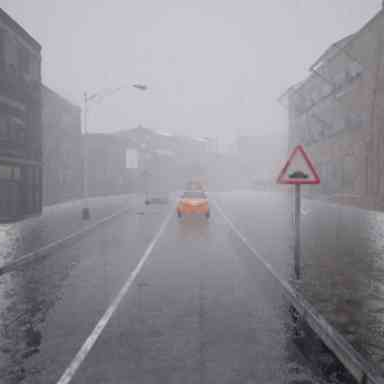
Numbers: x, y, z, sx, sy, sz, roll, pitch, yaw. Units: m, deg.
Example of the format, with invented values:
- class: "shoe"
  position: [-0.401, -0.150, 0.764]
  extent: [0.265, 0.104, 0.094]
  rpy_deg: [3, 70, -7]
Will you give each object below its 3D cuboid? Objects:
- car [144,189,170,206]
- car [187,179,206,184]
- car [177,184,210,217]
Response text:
- class: "car"
  position: [-3.053, 0.471, 29.950]
  extent: [1.994, 1.385, 4.181]
  rpy_deg: [0, 3, 1]
- class: "car"
  position: [0.537, -0.597, 42.424]
  extent: [2.150, 2.045, 5.566]
  rpy_deg: [0, 3, 6]
- class: "car"
  position: [0.108, 0.615, 23.222]
  extent: [2.097, 1.767, 4.553]
  rpy_deg: [1, 4, 0]
